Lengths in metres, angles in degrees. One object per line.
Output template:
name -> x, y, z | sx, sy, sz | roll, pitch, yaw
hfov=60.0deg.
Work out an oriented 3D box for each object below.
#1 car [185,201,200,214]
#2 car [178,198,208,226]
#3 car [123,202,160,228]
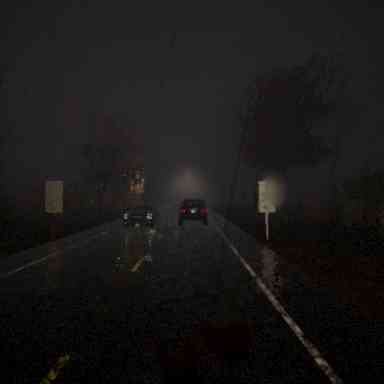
car -> 0.079, 1.975, 43.289 | 1.882, 1.535, 5.008 | 0, -1, 0
car -> 0.070, 1.506, 26.234 | 2.150, 2.045, 5.566 | 0, 0, 0
car -> -3.580, 1.608, 24.066 | 2.097, 1.767, 4.553 | 0, -1, 0
